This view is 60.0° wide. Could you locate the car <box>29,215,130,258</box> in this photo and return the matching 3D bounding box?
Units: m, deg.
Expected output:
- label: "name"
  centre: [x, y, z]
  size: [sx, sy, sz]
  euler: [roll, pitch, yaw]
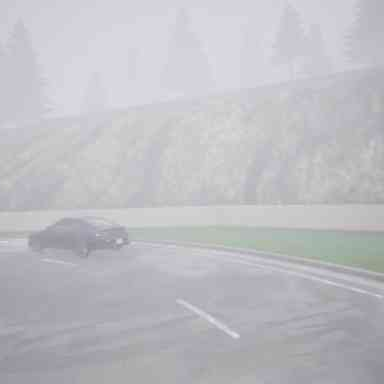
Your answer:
- label: "car"
  centre: [-4.558, 1.669, 13.303]
  size: [4.674, 1.442, 1.812]
  euler: [-2, 0, 33]
